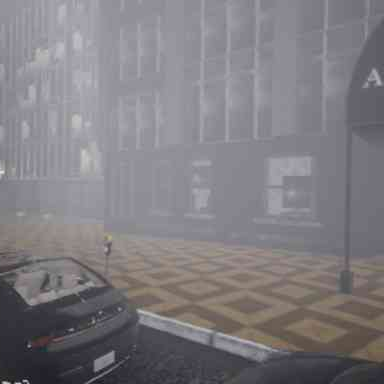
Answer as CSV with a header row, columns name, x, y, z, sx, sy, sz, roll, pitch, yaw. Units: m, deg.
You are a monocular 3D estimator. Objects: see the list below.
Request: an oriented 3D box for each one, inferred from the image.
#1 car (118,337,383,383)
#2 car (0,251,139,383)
name,x,y,z,sx,sy,sz,roll,pitch,yaw
car,1.913,1.566,1.495,4.313,1.339,1.947,0,1,36
car,-2.707,1.555,4.790,4.403,1.369,2.008,0,1,36
